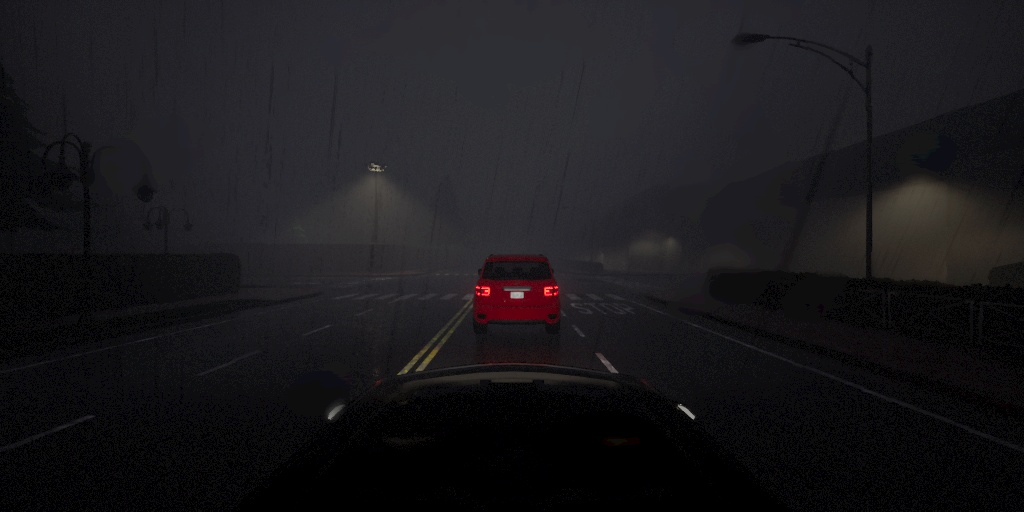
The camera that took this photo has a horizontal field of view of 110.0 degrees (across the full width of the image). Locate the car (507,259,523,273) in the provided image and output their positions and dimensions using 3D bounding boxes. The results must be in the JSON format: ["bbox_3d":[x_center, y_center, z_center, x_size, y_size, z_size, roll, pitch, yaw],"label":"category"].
[{"bbox_3d":[0.353,1.227,45.586,1.882,1.535,5.008,0,0,1],"label":"car"}]

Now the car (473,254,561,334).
[{"bbox_3d":[0.121,0.971,10.734,2.150,2.045,5.566,0,0,0],"label":"car"}]
